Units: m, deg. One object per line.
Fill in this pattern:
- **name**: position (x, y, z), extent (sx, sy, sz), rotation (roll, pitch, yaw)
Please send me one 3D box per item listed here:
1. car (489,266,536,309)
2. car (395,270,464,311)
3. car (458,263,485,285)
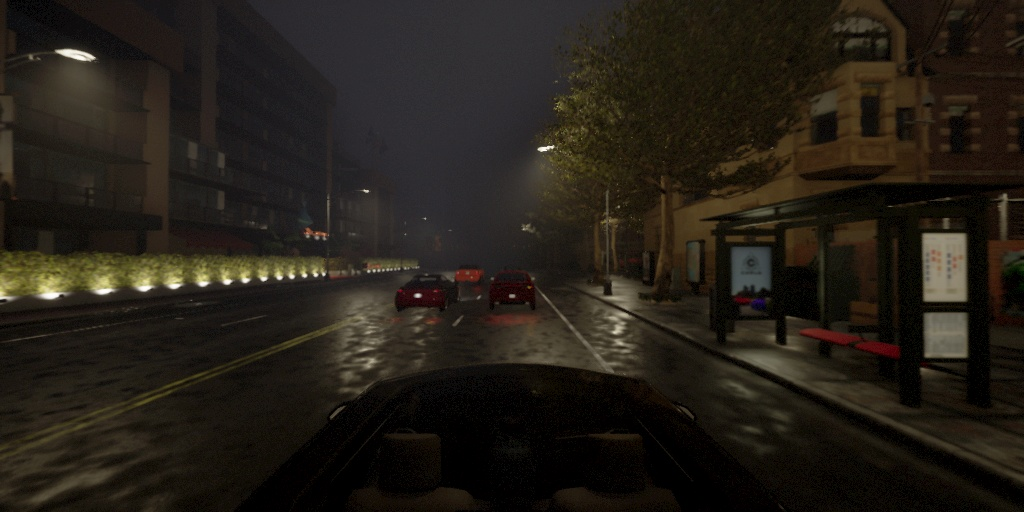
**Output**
- **car**: position (0.031, 1.385, 16.086), extent (1.882, 1.535, 5.008), rotation (0, 0, 1)
- **car**: position (-3.477, 1.464, 15.331), extent (1.994, 1.385, 4.181), rotation (0, -1, 1)
- **car**: position (-3.475, 1.415, 30.256), extent (2.097, 1.767, 4.553), rotation (0, -1, 0)
